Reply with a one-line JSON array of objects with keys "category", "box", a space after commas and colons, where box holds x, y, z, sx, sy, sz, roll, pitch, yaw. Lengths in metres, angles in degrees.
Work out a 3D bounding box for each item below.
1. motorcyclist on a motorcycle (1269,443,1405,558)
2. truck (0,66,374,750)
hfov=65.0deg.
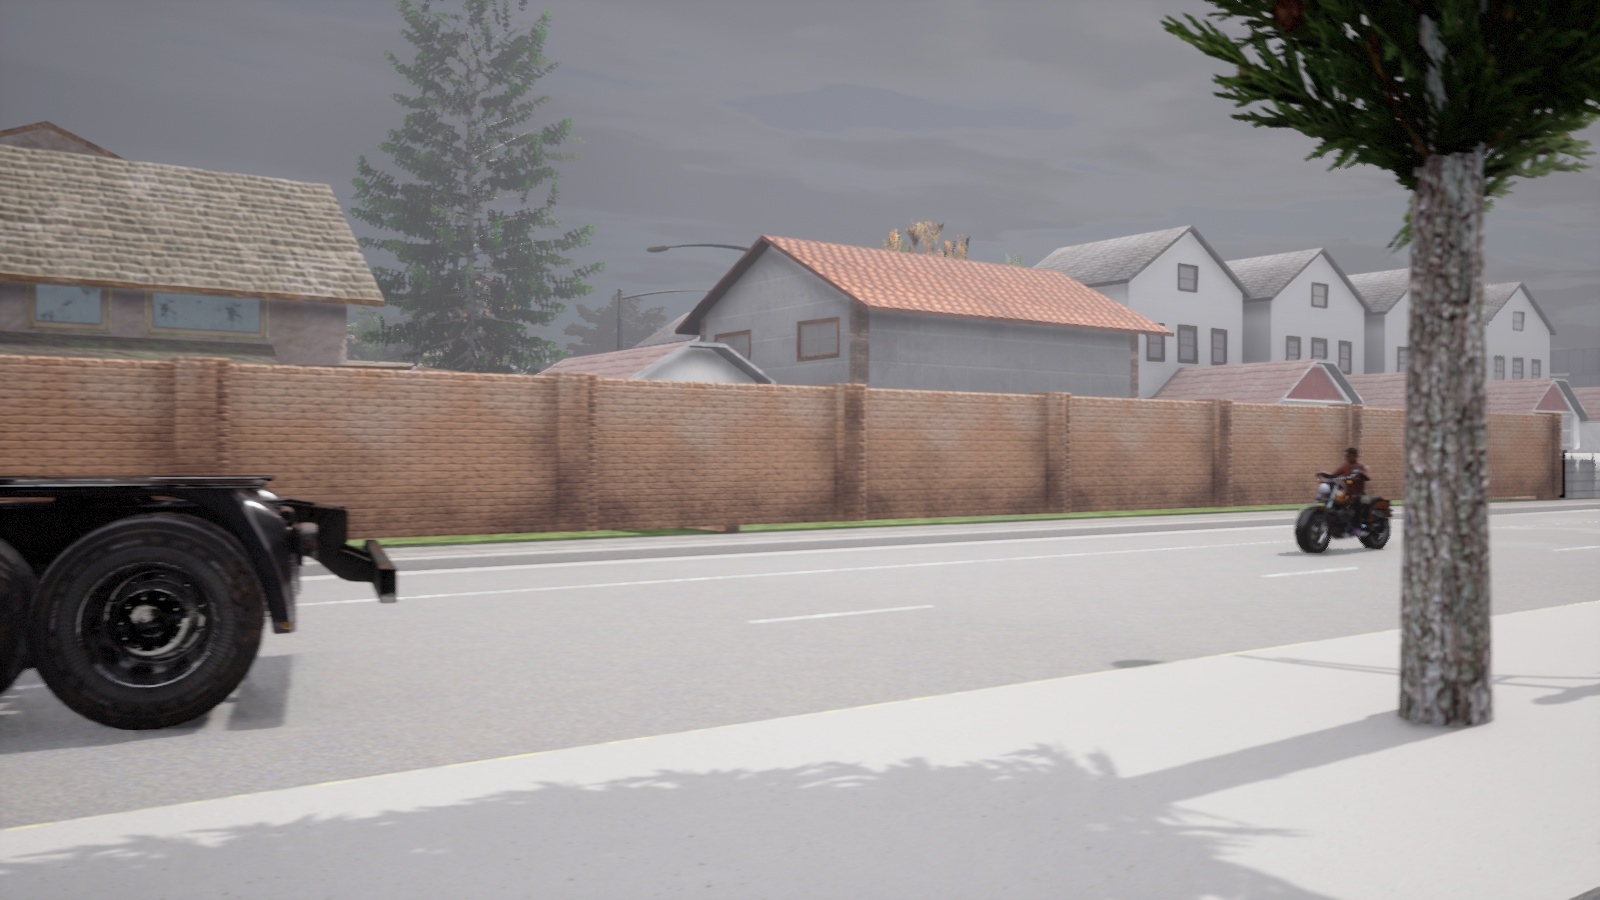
[{"category": "motorcyclist on a motorcycle", "box": [8.196, 0.725, 19.110, 2.350, 1.649, 0.766, 0, 0, -35]}, {"category": "truck", "box": [-6.594, -0.206, 6.920, 7.936, 3.462, 2.891, 0, 0, -21]}]
